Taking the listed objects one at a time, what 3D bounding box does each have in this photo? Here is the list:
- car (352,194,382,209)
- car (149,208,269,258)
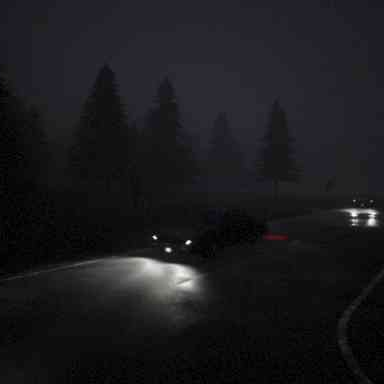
[{"bbox_3d":[17.194,0.858,32.611,1.895,1.301,4.718,1,2,39],"label":"car"},{"bbox_3d":[0.925,1.318,12.193,2.033,1.411,5.357,1,2,39],"label":"car"}]
